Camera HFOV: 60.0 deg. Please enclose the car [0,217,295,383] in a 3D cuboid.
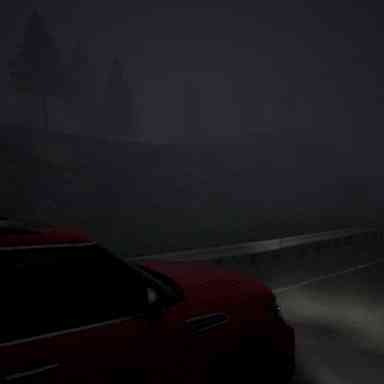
[{"bbox_3d":[-1.589,1.224,2.664,5.566,2.045,2.150,0,0,-36],"label":"car"}]
